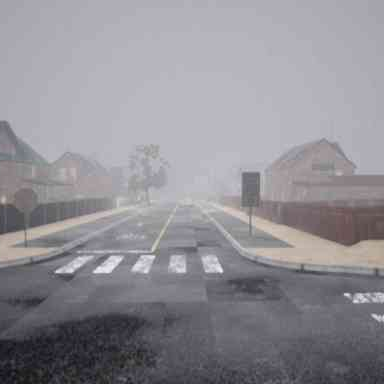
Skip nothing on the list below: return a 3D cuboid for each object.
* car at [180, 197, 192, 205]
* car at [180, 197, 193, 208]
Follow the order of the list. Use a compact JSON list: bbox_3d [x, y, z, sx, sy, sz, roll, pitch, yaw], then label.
[{"bbox_3d":[-1.056,1.601,58.408,1.994,1.385,4.181,0,0,-2],"label":"car"},{"bbox_3d":[-0.836,1.519,48.381,1.812,1.442,4.674,0,0,-1],"label":"car"}]
